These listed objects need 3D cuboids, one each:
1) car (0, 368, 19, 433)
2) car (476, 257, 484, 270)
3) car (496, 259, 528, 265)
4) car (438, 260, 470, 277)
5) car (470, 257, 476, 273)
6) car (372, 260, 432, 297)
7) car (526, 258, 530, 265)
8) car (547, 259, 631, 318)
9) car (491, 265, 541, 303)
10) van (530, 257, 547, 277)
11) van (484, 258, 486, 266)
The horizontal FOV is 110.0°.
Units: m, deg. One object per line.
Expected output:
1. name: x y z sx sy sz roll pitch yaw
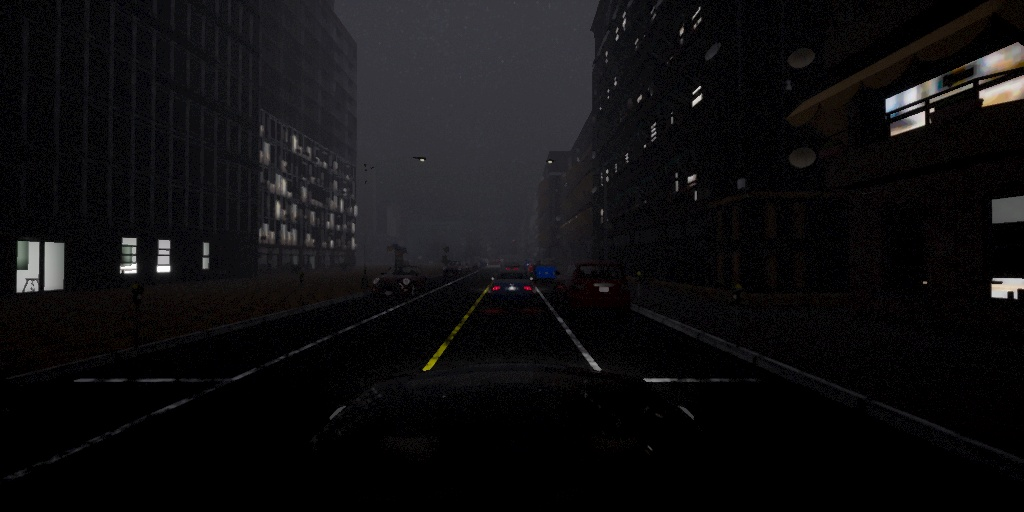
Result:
1. car: -5.690 1.298 1.599 2.007 1.370 4.403 0 0 0
2. car: -5.656 1.279 52.412 1.888 1.381 4.507 0 0 0
3. car: 0.000 1.244 31.500 2.128 1.511 4.902 0 0 0
4. car: -5.662 1.186 35.474 1.967 1.591 4.097 0 0 0
5. car: -5.657 1.182 41.121 1.967 1.591 4.097 0 0 0
6. car: -5.693 1.189 18.536 1.967 1.591 4.097 0 0 0
7. car: 2.692 1.288 41.154 1.888 1.381 4.507 0 0 0
8. car: 2.691 1.064 12.920 2.192 1.841 5.009 0 0 0
9. car: 0.000 1.314 16.499 2.033 1.411 5.357 0 0 0
10. van: 2.691 1.089 29.859 1.690 1.789 3.998 0 0 0
11. van: -5.657 1.068 58.058 1.690 1.789 3.998 0 0 0
